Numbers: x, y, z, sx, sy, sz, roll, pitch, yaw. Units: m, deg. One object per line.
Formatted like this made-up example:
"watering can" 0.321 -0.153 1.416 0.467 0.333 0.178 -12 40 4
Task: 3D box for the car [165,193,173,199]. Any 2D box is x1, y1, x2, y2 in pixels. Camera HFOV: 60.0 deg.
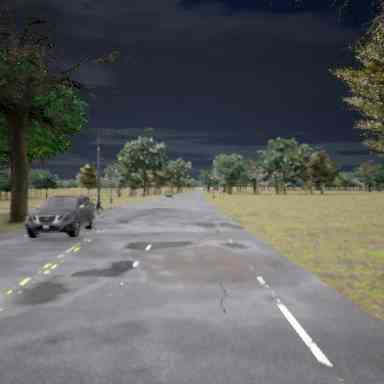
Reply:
"car" -6.548 1.094 94.610 2.033 1.411 5.357 0 1 2

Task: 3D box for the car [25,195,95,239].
"car" -6.707 1.203 17.635 2.150 2.045 5.566 0 0 -4
